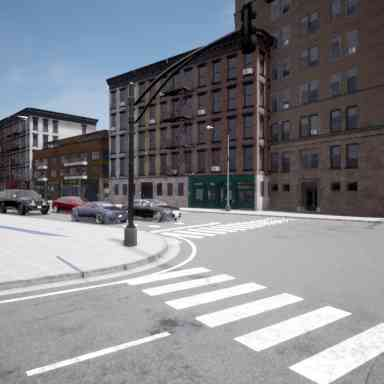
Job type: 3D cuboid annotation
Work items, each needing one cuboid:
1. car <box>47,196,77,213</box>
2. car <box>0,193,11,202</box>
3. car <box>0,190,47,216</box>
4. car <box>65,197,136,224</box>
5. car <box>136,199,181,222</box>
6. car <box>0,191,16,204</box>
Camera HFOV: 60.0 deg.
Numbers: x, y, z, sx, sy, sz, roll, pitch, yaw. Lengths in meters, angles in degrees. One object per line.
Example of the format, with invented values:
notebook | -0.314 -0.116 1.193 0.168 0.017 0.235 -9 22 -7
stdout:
car | -10.380 1.125 29.276 5.008 1.535 1.882 1 0 39
car | -33.139 0.897 57.608 4.674 1.442 1.812 1 0 43
car | -14.315 0.829 28.260 5.566 2.045 2.150 1 0 39
car | -6.013 1.281 21.728 4.181 1.385 1.994 1 0 37
car | -2.930 1.239 23.452 4.902 1.511 2.128 1 0 38
car | -27.584 0.786 48.231 4.553 1.767 2.097 1 0 41
